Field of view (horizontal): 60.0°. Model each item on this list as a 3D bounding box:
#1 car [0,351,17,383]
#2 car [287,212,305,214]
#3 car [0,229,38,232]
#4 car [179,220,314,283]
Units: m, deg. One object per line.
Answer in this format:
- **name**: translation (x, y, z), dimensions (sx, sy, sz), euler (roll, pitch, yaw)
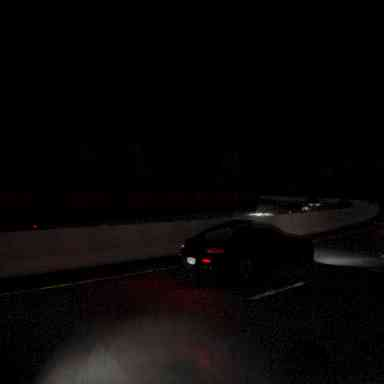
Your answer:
- **car**: translation (-3.390, 1.522, 1.509), dimensions (4.674, 1.442, 1.812), euler (0, 0, -35)
- **car**: translation (11.692, 1.738, 36.456), dimensions (2.033, 1.411, 5.357), euler (0, 0, 34)
- **car**: translation (-7.801, 1.377, 11.509), dimensions (4.553, 1.767, 2.097), euler (0, 0, -37)
- **car**: translation (1.747, 1.573, 9.858), dimensions (4.674, 1.442, 1.812), euler (0, 0, -40)
